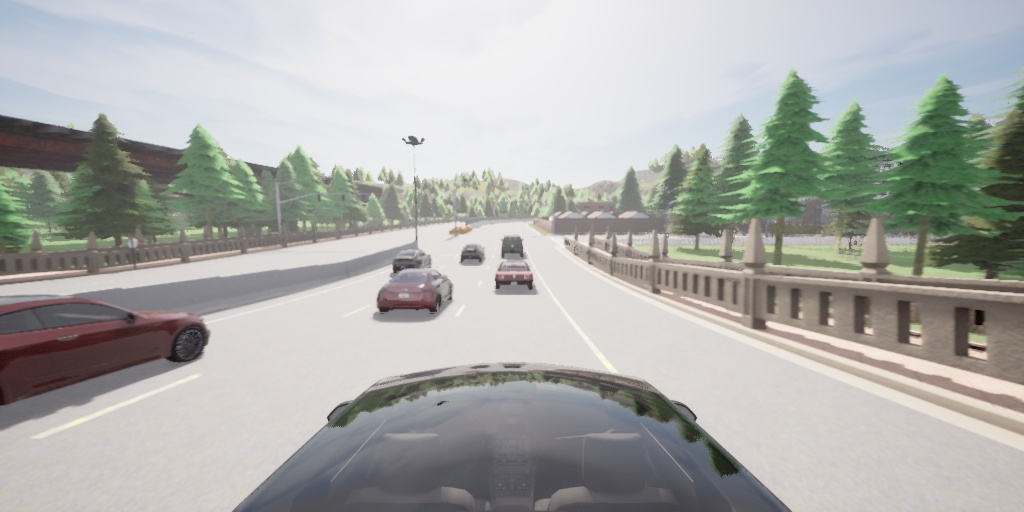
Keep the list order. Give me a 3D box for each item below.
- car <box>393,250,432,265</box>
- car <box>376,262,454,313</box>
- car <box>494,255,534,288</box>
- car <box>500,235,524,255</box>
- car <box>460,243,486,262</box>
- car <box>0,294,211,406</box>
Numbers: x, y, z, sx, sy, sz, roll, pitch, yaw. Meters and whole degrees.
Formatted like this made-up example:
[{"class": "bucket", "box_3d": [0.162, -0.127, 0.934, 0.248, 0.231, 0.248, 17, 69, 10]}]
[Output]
[{"class": "car", "box_3d": [-6.925, 0.297, 25.243, 1.837, 1.490, 4.892, 0, 5, 0]}, {"class": "car", "box_3d": [-3.390, 1.134, 13.192, 1.994, 1.385, 4.181, 0, 2, 0]}, {"class": "car", "box_3d": [0.097, 0.872, 19.053, 1.895, 1.301, 4.718, 0, 4, 0]}, {"class": "car", "box_3d": [0.026, -1.110, 35.467, 2.150, 2.045, 5.566, 0, 7, 0]}, {"class": "car", "box_3d": [-3.457, -0.416, 32.017, 1.837, 1.490, 4.892, 0, 7, 0]}, {"class": "car", "box_3d": [-6.899, 1.278, 5.147, 1.812, 1.442, 4.674, 0, 0, 0]}]
